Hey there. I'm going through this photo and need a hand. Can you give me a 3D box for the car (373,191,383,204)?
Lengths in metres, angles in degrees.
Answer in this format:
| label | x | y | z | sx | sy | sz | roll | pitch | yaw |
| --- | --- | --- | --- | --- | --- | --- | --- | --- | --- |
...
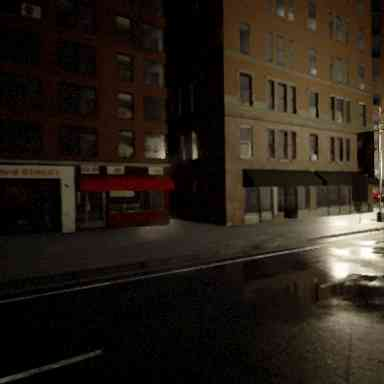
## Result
| label | x | y | z | sx | sy | sz | roll | pitch | yaw |
| --- | --- | --- | --- | --- | --- | --- | --- | --- | --- |
| car | 23.632 | 0.719 | 45.751 | 2.192 | 1.841 | 5.009 | -1 | 1 | -44 |
